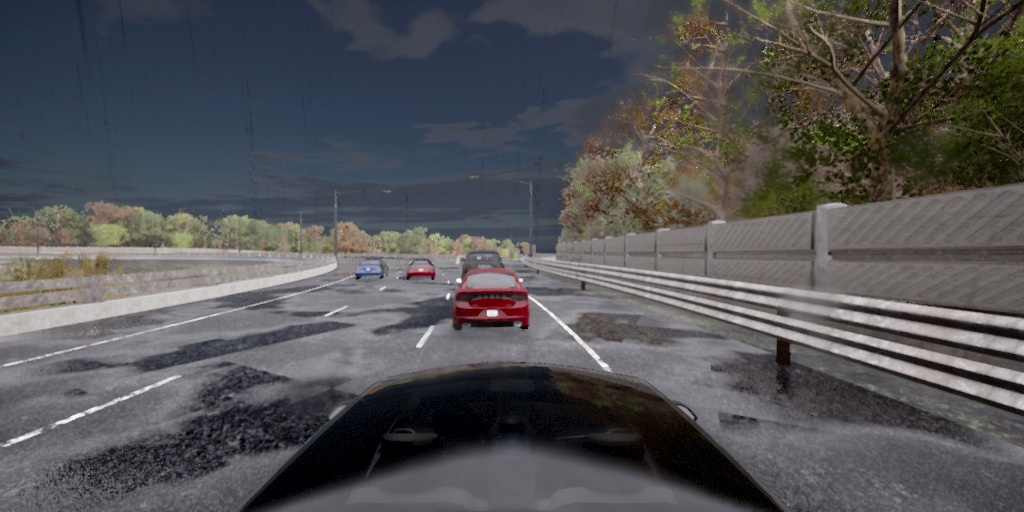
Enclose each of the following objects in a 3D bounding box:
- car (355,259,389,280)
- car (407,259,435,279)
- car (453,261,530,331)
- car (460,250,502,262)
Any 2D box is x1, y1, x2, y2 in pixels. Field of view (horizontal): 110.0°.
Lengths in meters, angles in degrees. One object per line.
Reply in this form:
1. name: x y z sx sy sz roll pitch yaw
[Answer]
1. car: -10.204 0.903 26.322 2.033 1.411 5.357 0 1 -14
2. car: -6.782 0.913 26.774 1.994 1.385 4.181 0 1 -14
3. car: -0.638 1.087 10.508 1.882 1.535 5.008 0 1 -5
4. car: -1.675 0.681 20.061 2.150 2.045 5.566 0 1 -7
